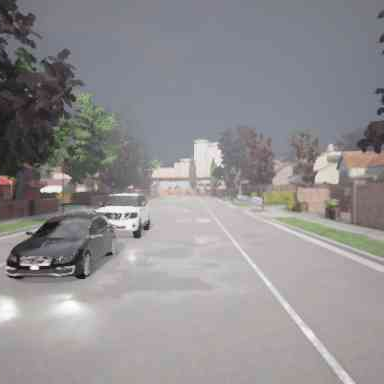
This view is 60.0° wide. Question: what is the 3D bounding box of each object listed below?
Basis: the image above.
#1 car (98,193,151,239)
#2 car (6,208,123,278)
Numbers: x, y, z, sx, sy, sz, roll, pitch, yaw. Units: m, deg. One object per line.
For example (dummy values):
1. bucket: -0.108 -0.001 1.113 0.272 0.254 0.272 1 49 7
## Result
1. car: -3.493 1.059 17.414 2.150 2.045 5.566 0 0 0
2. car: -3.589 1.461 10.017 1.837 1.490 4.892 0 0 0
